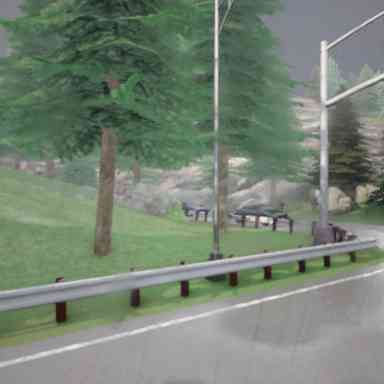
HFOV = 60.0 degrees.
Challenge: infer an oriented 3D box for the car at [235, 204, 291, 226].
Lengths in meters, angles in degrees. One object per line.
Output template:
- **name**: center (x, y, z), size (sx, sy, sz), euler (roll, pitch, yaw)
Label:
- **car**: center (4.961, 1.580, 23.689), size (1.994, 1.385, 4.181), euler (0, 0, -34)

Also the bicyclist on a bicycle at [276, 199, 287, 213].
- **bicyclist on a bicycle**: center (8.328, 1.423, 31.343), size (1.656, 1.620, 0.582), euler (-7, 2, -34)

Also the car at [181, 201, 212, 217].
- **car**: center (-0.290, 1.548, 31.635), size (2.033, 1.411, 5.357), euler (0, 0, -33)
